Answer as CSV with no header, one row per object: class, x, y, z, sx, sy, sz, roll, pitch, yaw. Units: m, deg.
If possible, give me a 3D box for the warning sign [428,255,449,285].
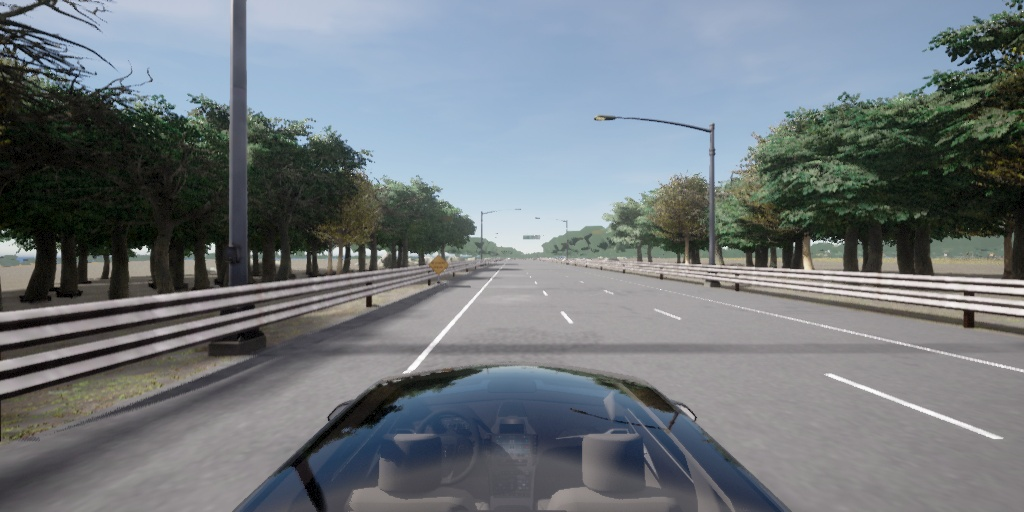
warning sign,-4.550,0.839,22.287,1.300,1.860,1.060,0,0,0
